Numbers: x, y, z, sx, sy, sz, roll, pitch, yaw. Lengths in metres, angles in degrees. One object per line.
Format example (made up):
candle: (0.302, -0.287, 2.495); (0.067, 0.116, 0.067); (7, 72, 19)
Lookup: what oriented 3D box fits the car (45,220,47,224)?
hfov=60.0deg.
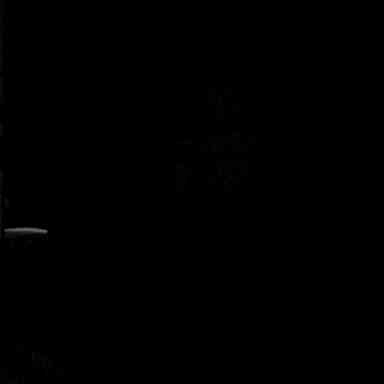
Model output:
car: (-8.041, 1.666, 23.722); (1.812, 1.442, 4.674); (-1, 0, 35)
